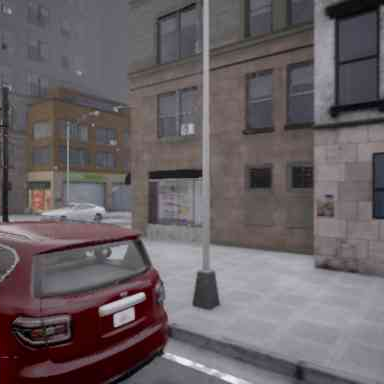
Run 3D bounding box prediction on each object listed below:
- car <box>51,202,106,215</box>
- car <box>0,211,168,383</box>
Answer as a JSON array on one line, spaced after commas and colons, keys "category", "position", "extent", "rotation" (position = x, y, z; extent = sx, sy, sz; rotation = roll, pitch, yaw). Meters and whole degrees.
[{"category": "car", "position": [-8.008, 1.448, 22.732], "extent": [1.812, 1.442, 4.674], "rotation": [0, 0, 34]}, {"category": "car", "position": [-2.614, 1.313, 4.671], "extent": [5.009, 1.841, 2.192], "rotation": [0, 0, 35]}]
